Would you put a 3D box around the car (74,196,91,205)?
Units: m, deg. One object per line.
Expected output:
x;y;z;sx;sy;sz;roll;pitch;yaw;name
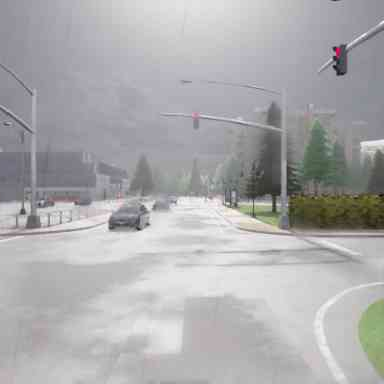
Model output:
-17.425;1.374;53.076;1.845;1.501;3.633;0;0;0;car

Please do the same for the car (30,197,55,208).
-20.482;1.384;45.687;1.970;1.475;3.806;0;0;0;car

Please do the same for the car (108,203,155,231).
-3.817;1.505;20.885;1.837;1.490;4.892;0;0;3;car

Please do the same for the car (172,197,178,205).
-3.467;1.471;56.359;1.994;1.385;4.181;0;0;0;car

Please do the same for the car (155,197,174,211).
-3.571;1.601;39.600;1.895;1.301;4.718;0;0;0;car
